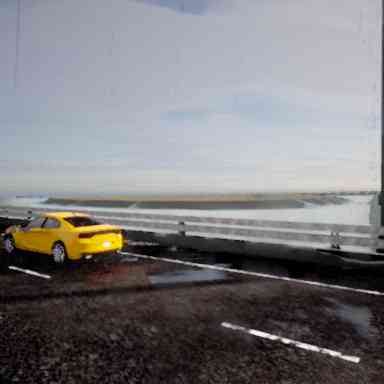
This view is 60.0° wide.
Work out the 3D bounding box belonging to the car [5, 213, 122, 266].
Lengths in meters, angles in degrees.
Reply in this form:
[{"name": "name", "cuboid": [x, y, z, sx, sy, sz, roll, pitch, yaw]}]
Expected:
[{"name": "car", "cuboid": [-4.622, 1.459, 11.627, 5.008, 1.535, 1.882, 0, 0, 36]}]
